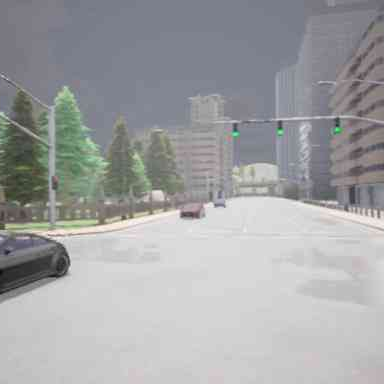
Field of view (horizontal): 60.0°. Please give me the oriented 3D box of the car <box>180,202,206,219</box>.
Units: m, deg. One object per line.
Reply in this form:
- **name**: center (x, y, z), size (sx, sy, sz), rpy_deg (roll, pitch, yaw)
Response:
- **car**: center (0.128, 1.766, 32.048), size (1.882, 1.535, 5.008), rpy_deg (-1, 0, 11)

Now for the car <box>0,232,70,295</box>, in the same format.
- **car**: center (-4.829, 1.691, 8.053), size (1.994, 1.385, 4.181), rpy_deg (-1, 0, 13)

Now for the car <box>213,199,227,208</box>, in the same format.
- **car**: center (4.756, 1.852, 56.086), size (1.882, 1.535, 5.008), rpy_deg (-1, 0, 11)
